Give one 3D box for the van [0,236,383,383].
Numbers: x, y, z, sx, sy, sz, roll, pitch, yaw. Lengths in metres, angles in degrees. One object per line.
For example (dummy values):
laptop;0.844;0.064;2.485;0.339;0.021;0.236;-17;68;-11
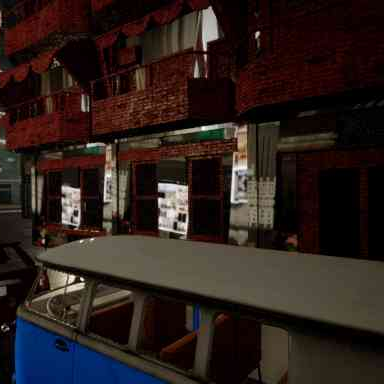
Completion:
van;0.200;1.341;2.592;3.998;1.788;1.690;0;-1;36
